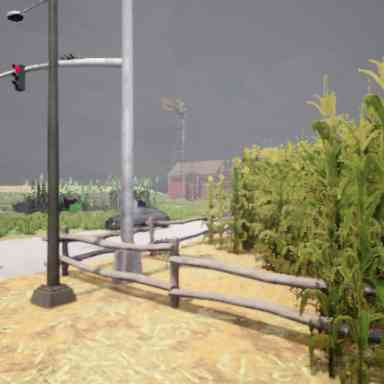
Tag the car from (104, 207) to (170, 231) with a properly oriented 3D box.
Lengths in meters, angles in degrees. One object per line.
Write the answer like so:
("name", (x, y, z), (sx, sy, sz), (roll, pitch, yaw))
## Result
("car", (-3.219, 1.601, 20.160), (1.994, 1.385, 4.181), (0, 0, 35))
